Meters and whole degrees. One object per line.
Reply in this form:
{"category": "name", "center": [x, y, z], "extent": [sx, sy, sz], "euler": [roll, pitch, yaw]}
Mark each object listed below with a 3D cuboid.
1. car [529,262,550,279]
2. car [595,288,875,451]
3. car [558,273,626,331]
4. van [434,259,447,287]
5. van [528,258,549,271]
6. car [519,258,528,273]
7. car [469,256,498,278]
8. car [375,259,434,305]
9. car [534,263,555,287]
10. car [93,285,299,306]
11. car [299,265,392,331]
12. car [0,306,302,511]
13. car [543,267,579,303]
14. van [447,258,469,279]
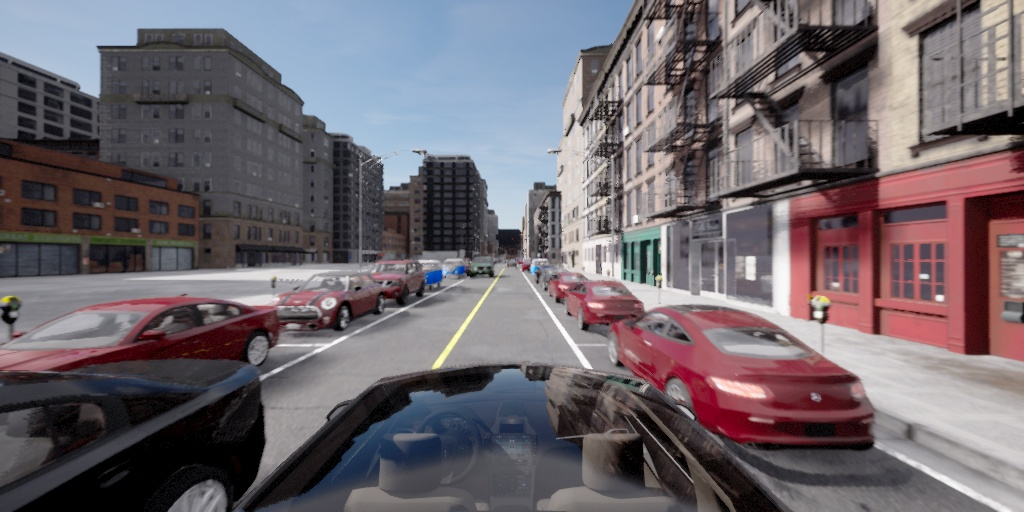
{"category": "car", "center": [2.640, 1.389, 27.864], "extent": [1.948, 1.339, 4.313], "euler": [0, 0, 0]}
{"category": "car", "center": [2.638, 1.341, 5.144], "extent": [1.802, 1.307, 4.207], "euler": [0, 0, 0]}
{"category": "car", "center": [2.638, 1.357, 10.824], "extent": [1.802, 1.307, 4.207], "euler": [0, 0, 0]}
{"category": "van", "center": [-5.386, 1.148, 22.185], "extent": [1.690, 1.789, 3.998], "euler": [0, 0, 0]}
{"category": "van", "center": [2.640, 1.180, 33.544], "extent": [1.690, 1.789, 3.998], "euler": [0, 0, 0]}
{"category": "car", "center": [2.239, 1.356, 47.344], "extent": [1.882, 1.535, 5.008], "euler": [0, 0, 0]}
{"category": "car", "center": [-2.843, 1.063, 35.129], "extent": [2.150, 2.045, 5.566], "euler": [0, 0, 0]}
{"category": "car", "center": [-5.386, 1.106, 16.505], "extent": [2.192, 1.841, 5.009], "euler": [0, 0, 0]}
{"category": "car", "center": [2.639, 1.358, 22.184], "extent": [2.007, 1.370, 4.403], "euler": [0, 0, 0]}
{"category": "car", "center": [-5.387, 1.304, 5.145], "extent": [1.888, 1.381, 4.507], "euler": [0, 0, 0]}
{"category": "car", "center": [-5.387, 1.215, 10.825], "extent": [1.967, 1.591, 4.097], "euler": [0, 0, 0]}
{"category": "car", "center": [-2.843, 1.225, 0.695], "extent": [1.882, 1.535, 5.008], "euler": [0, 0, 0]}
{"category": "car", "center": [2.639, 1.373, 16.504], "extent": [1.802, 1.307, 4.207], "euler": [0, 0, 0]}
{"category": "van", "center": [-5.385, 1.180, 33.545], "extent": [1.690, 1.789, 3.998], "euler": [0, 0, 0]}
